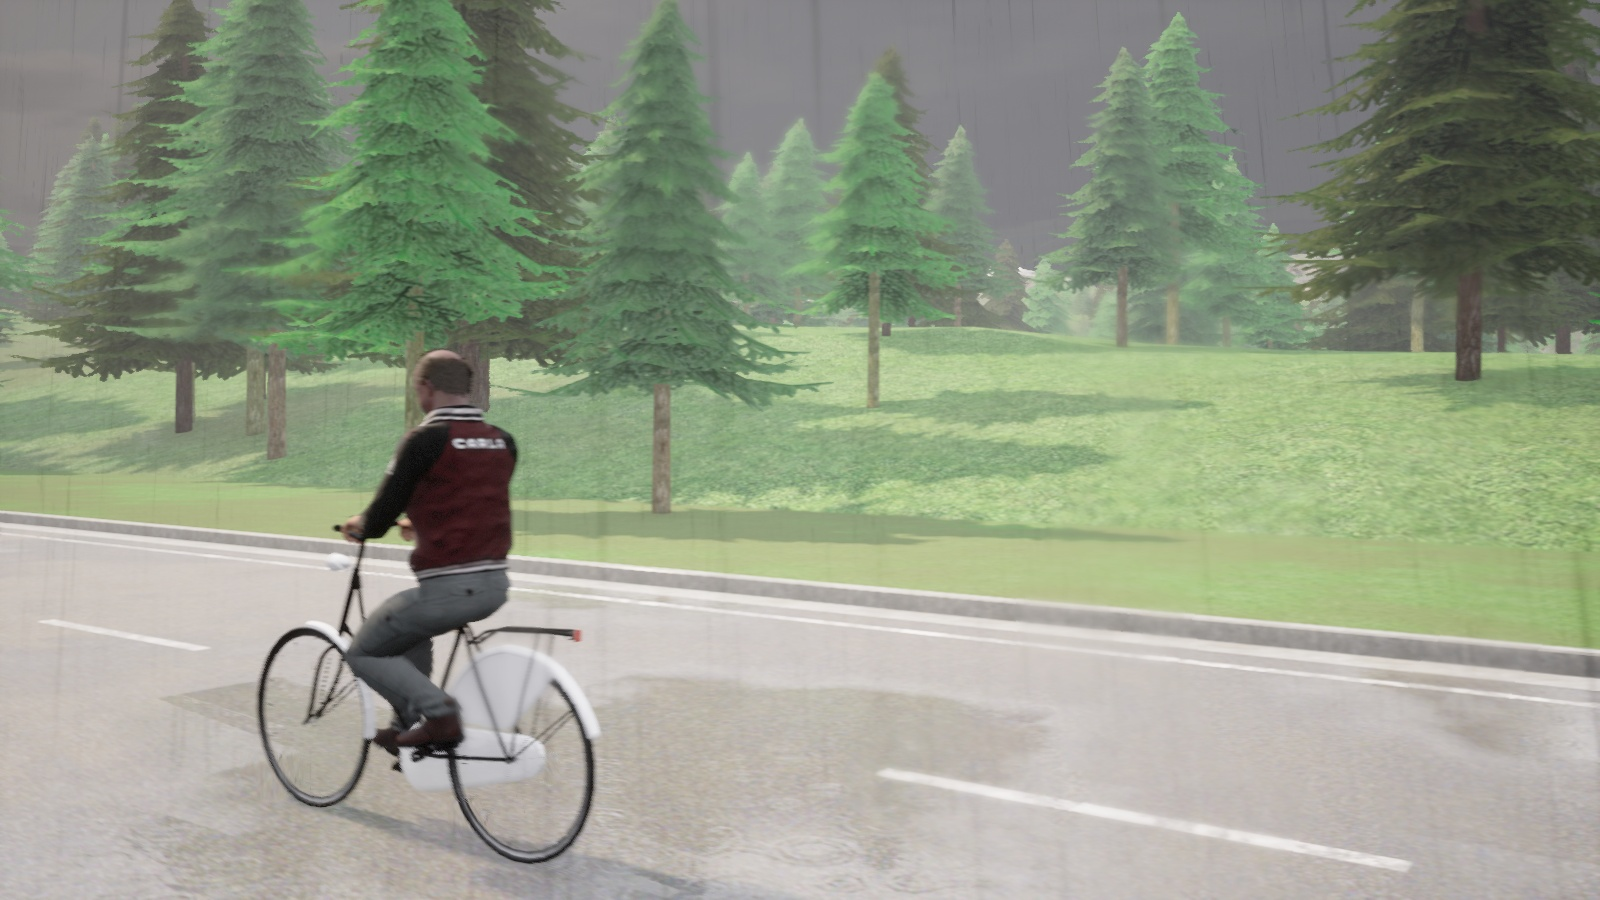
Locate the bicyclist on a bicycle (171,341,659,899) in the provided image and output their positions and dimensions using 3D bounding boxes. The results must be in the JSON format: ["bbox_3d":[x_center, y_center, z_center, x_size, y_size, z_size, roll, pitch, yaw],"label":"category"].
[{"bbox_3d":[-1.447,0.553,4.583,1.843,1.776,0.659,0,1,34],"label":"bicyclist on a bicycle"}]
